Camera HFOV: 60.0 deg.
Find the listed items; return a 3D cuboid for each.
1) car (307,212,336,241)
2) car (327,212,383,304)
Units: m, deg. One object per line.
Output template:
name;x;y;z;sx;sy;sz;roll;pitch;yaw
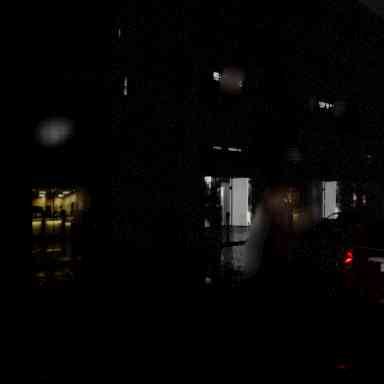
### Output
car;7.172;1.583;15.538;4.206;1.307;1.802;0;0;-35
car;5.161;1.352;6.999;4.553;1.767;2.097;0;0;-35
